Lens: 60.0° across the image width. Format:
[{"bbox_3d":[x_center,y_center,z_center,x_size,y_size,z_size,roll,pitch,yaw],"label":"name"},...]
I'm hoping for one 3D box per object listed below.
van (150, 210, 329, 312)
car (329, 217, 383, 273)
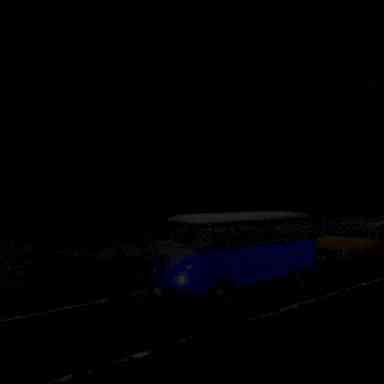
[{"bbox_3d":[1.076,1.337,7.419,3.998,1.788,1.690,0,0,-35],"label":"van"},{"bbox_3d":[5.527,1.516,10.593,4.829,1.417,1.752,0,0,-35],"label":"car"}]
